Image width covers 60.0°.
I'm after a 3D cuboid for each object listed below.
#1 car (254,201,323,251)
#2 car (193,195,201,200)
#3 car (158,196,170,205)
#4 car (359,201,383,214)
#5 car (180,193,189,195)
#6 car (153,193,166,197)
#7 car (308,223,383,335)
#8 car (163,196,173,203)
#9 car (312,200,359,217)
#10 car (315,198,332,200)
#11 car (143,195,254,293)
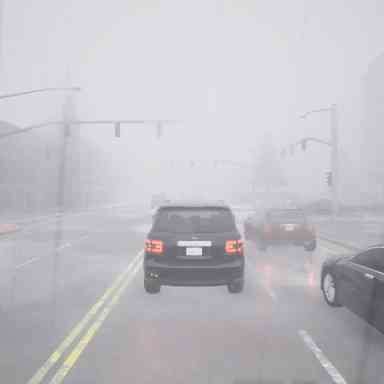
[{"bbox_3d":[3.532,1.352,14.168,2.097,1.767,4.553,0,0,0],"label":"car"},{"bbox_3d":[1.445,1.552,90.370,1.994,1.385,4.181,0,0,-1],"label":"car"},{"bbox_3d":[-4.858,1.477,58.403,1.882,1.535,5.008,0,0,-1],"label":"car"},{"bbox_3d":[18.479,1.601,34.180,4.718,1.301,1.895,0,0,-2],"label":"car"},{"bbox_3d":[-1.810,1.496,80.223,1.837,1.490,4.892,0,0,-1],"label":"car"},{"bbox_3d":[-4.494,1.221,46.129,2.150,2.045,5.566,0,0,-2],"label":"car"},{"bbox_3d":[3.606,1.505,5.087,1.837,1.490,4.892,0,0,0],"label":"car"},{"bbox_3d":[-5.050,1.524,69.515,1.812,1.442,4.674,0,0,-1],"label":"car"},{"bbox_3d":[12.145,1.601,30.263,4.718,1.301,1.895,0,0,-1],"label":"car"},{"bbox_3d":[14.428,1.505,37.571,4.892,1.490,1.837,0,0,-2],"label":"car"},{"bbox_3d":[0.052,1.221,8.989,2.150,2.045,5.566,0,0,0],"label":"car"}]
